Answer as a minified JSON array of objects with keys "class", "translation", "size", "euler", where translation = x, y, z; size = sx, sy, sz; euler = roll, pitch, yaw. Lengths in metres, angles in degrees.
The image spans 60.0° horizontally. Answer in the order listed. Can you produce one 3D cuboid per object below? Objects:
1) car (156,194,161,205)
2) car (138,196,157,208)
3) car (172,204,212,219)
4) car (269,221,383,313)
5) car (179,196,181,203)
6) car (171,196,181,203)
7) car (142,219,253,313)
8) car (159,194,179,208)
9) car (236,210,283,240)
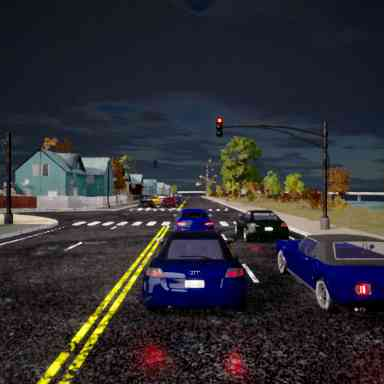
[{"class":"car","translation":[-6.658,1.519,59.112],"size":[1.882,1.535,5.008],"euler":[0,0,0]},{"class":"car","translation":[-6.662,1.591,48.874],"size":[1.994,1.385,4.181],"euler":[0,0,0]},{"class":"car","translation":[0.062,1.527,16.466],"size":[1.812,1.442,4.674],"euler":[0,0,-2]},{"class":"car","translation":[3.343,1.601,7.619],"size":[1.895,1.301,4.718],"euler":[0,0,0]},{"class":"car","translation":[-3.409,1.534,59.914],"size":[2.128,1.511,4.902],"euler":[0,0,0]},{"class":"car","translation":[-3.352,1.538,70.280],"size":[1.882,1.535,5.008],"euler":[0,0,0]},{"class":"car","translation":[0.079,1.564,7.779],"size":[1.994,1.385,4.181],"euler":[0,0,1]},{"class":"car","translation":[-3.408,1.506,49.996],"size":[1.882,1.535,5.008],"euler":[0,0,1]},{"class":"car","translation":[3.325,1.565,16.380],"size":[1.994,1.385,4.181],"euler":[0,0,0]}]
